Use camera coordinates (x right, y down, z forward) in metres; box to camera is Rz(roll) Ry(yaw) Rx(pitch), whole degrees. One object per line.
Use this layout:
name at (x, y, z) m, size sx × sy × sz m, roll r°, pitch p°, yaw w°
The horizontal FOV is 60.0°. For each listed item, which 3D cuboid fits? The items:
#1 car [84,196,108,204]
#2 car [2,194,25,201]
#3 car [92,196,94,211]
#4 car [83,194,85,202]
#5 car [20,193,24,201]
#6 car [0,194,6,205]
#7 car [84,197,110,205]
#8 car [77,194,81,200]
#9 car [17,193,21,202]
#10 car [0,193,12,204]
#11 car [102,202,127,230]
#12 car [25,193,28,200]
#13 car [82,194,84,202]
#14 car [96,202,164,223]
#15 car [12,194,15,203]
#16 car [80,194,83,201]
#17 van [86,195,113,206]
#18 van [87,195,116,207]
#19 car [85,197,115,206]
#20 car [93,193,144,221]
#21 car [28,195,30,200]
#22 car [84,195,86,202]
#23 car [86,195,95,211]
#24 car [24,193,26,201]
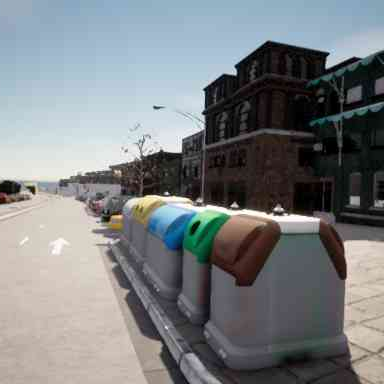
car at (-21.778, 1.787, 75.498) m, size 4.553 × 1.767 × 2.185 m, roll 3°, pitch -2°, yaw -40°
car at (-43.437, 1.393, 81.080) m, size 4.553 × 1.767 × 2.185 m, roll 1°, pitch -1°, yaw -41°
car at (-6.977, 1.563, 32.845) m, size 4.553 × 1.767 × 2.185 m, roll 3°, pitch -2°, yaw -39°
car at (-11.808, 1.516, 47.101) m, size 5.566 × 2.045 × 2.435 m, roll 3°, pitch -2°, yaw -39°
car at (-40.228, 1.509, 72.785) m, size 4.792 × 1.488 × 2.163 m, roll 1°, pitch 0°, yaw -40°
car at (-33.182, 1.405, 53.271) m, size 4.792 × 1.488 × 2.163 m, roll 1°, pitch -1°, yaw -39°
car at (-20.742, 1.901, 72.661) m, size 4.892 × 1.521 × 2.231 m, roll 3°, pitch -2°, yaw -40°
car at (-27.156, 1.720, 89.600) m, size 5.566 × 2.045 × 2.435 m, roll 3°, pitch -1°, yaw -42°
car at (-38.138, 1.451, 67.255) m, size 5.008 × 1.535 × 2.097 m, roll 1°, pitch 0°, yaw -40°
car at (-34.192, 1.139, 56.043) m, size 5.566 × 2.045 × 2.435 m, roll 1°, pitch 0°, yaw -39°
car at (-1.953, 1.589, 18.689) m, size 5.366 × 1.575 × 1.946 m, roll 3°, pitch -2°, yaw -39°
car at (-42.320, 1.506, 78.343) m, size 5.008 × 1.535 × 2.097 m, roll 1°, pitch 0°, yaw -41°
car at (-13.763, 1.547, 52.782) m, size 5.566 × 2.045 × 2.435 m, roll 3°, pitch -2°, yaw -39°
car at (-5.009, 1.658, 27.156) m, size 5.008 × 1.535 × 2.097 m, roll 3°, pitch -1°, yaw -39°
car at (-35.014, 1.405, 58.988) m, size 5.366 × 1.575 × 1.946 m, roll 1°, pitch -1°, yaw -39°
car at (-23.871, 1.938, 81.171) m, size 5.008 × 1.535 × 2.097 m, roll 3°, pitch -2°, yaw -41°
van at (-17.798, 1.627, 64.063) m, size 4.442 × 1.987 × 1.878 m, roll 3°, pitch -1°, yaw -39°
van at (-15.827, 1.597, 58.370) m, size 4.442 × 1.987 × 1.878 m, roll 3°, pitch -1°, yaw -39°
car at (-18.572, 1.876, 67.103) m, size 5.366 × 1.575 × 1.946 m, roll 3°, pitch -2°, yaw -39°
car at (-3.044, 1.365, 21.462) m, size 5.566 × 2.045 × 2.435 m, roll 3°, pitch -2°, yaw -39°
car at (-44.650, 1.526, 83.719) m, size 5.366 × 1.575 × 1.946 m, roll 1°, pitch 0°, yaw -42°
car at (-9.888, 1.483, 41.373) m, size 5.566 × 2.045 × 2.435 m, roll 3°, pitch -1°, yaw -39°
car at (-7.935, 1.453, 35.685) m, size 5.566 × 2.045 × 2.435 m, roll 3°, pitch -1°, yaw -39°
car at (-41.237, 1.523, 75.604) m, size 4.792 × 1.488 × 2.163 m, roll 1°, pitch -1°, yaw -41°
